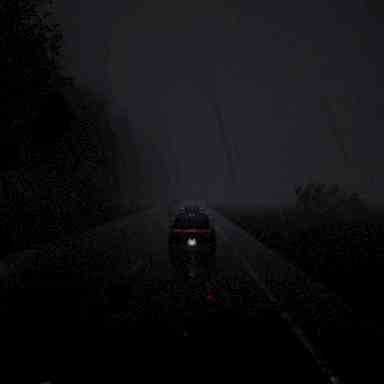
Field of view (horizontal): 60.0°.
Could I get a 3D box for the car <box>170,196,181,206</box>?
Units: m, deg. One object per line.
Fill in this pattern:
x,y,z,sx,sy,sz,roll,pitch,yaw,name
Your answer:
-3.486,1.846,70.943,2.150,2.045,5.566,0,0,0,car

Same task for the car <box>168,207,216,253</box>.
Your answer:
0.007,1.625,14.300,2.128,1.511,4.902,0,0,0,car

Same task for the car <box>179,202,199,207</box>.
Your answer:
0.011,1.831,29.296,1.994,1.385,4.181,0,0,0,car
